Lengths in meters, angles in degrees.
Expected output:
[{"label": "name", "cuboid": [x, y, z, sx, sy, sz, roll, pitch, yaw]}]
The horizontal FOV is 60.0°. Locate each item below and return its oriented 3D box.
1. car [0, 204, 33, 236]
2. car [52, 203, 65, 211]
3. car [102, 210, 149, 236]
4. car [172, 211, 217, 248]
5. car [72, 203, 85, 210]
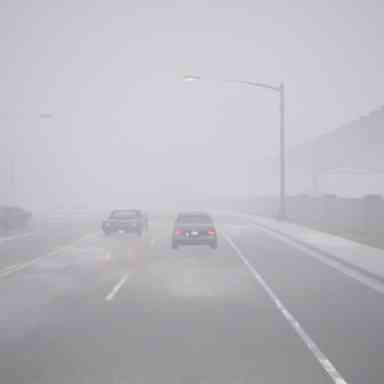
[{"label": "car", "cuboid": [-10.749, 1.492, 18.625, 1.882, 1.535, 5.008, 0, 0, -2]}, {"label": "car", "cuboid": [-22.480, 2.461, 55.915, 1.994, 1.385, 4.181, 1, -3, -23]}, {"label": "car", "cuboid": [-3.491, 1.620, 18.294, 1.895, 1.301, 4.718, 0, 0, -2]}, {"label": "car", "cuboid": [0.078, 1.562, 14.736, 2.033, 1.411, 5.357, 0, 0, 0]}, {"label": "car", "cuboid": [-20.286, 2.642, 59.691, 1.895, 1.301, 4.718, 1, -3, -25]}]
